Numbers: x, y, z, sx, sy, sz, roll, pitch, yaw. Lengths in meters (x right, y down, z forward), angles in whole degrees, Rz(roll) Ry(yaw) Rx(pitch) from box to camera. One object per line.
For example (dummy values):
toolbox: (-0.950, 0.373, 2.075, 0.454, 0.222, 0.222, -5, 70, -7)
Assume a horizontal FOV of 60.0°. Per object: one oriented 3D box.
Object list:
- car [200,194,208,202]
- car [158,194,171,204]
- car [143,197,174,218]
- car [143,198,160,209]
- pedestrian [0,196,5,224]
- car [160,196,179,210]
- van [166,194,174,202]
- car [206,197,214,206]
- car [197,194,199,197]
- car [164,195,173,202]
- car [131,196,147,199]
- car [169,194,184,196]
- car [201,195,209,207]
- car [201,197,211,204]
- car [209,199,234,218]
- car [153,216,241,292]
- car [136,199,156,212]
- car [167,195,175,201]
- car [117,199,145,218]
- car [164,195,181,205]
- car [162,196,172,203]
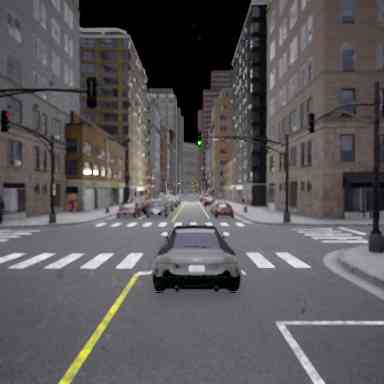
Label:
car: (2.840, 1.544, 58.110, 1.967, 1.590, 4.097, -1, 0, 0)
car: (-5.688, 1.450, 69.220, 2.192, 1.841, 5.009, -1, 0, 0)
car: (-3.101, 1.534, 30.962, 2.128, 1.511, 4.902, 0, 0, 0)
car: (-5.683, 1.600, 46.789, 1.752, 1.417, 4.829, -1, 0, 0)
pedestrian: (-12.548, 1.171, 21.789, 0.375, 1.860, 0.375, 0, 1, 0)
car: (-3.095, 1.552, 40.361, 2.128, 1.511, 4.902, 0, 0, 0)
van: (-5.689, 1.520, 85.916, 1.690, 1.788, 3.998, -1, 0, 0)
car: (2.844, 1.577, 36.027, 1.752, 1.417, 4.829, -1, 0, 0)
car: (2.837, 1.466, 74.802, 2.192, 1.841, 5.009, -1, 0, 0)
car: (-5.687, 1.605, 80.350, 1.967, 1.590, 4.097, -1, 0, 0)
car: (-5.684, 1.366, 35.830, 2.192, 1.841, 5.009, -1, 0, 0)
car: (-3.007, 1.602, 60.487, 2.128, 1.511, 4.902, 0, 0, 0)
car: (2.842, 1.634, 52.546, 1.887, 1.381, 4.507, -1, 0, 0)
car: (2.840, 1.686, 69.237, 2.008, 1.369, 4.403, -1, 0, 0)
car: (2.845, 1.623, 30.293, 1.802, 1.307, 4.206, -1, 0, 0)
car: (0.097, 1.574, 8.959, 1.994, 1.385, 4.181, 0, 0, 0)
car: (-5.682, 1.608, 41.395, 1.887, 1.381, 4.507, -1, 0, 0)
car: (-5.688, 1.632, 91.481, 1.967, 1.590, 4.097, -1, 0, 0)
car: (-5.680, 1.623, 30.265, 1.802, 1.307, 4.206, -1, 0, 0)
car: (-3.060, 1.609, 50.054, 1.812, 1.442, 4.674, 0, 0, 0)
car: (-5.686, 1.695, 74.784, 1.887, 1.381, 4.507, -1, 0, 0)
